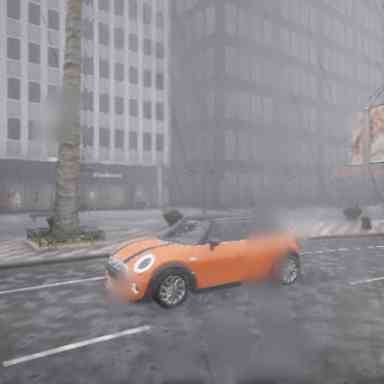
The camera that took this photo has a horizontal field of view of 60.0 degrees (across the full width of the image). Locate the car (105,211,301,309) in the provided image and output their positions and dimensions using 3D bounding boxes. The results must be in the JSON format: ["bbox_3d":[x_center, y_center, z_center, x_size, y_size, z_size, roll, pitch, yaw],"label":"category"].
[{"bbox_3d":[0.350,1.324,7.841,4.553,1.767,2.097,0,0,-30],"label":"car"}]
